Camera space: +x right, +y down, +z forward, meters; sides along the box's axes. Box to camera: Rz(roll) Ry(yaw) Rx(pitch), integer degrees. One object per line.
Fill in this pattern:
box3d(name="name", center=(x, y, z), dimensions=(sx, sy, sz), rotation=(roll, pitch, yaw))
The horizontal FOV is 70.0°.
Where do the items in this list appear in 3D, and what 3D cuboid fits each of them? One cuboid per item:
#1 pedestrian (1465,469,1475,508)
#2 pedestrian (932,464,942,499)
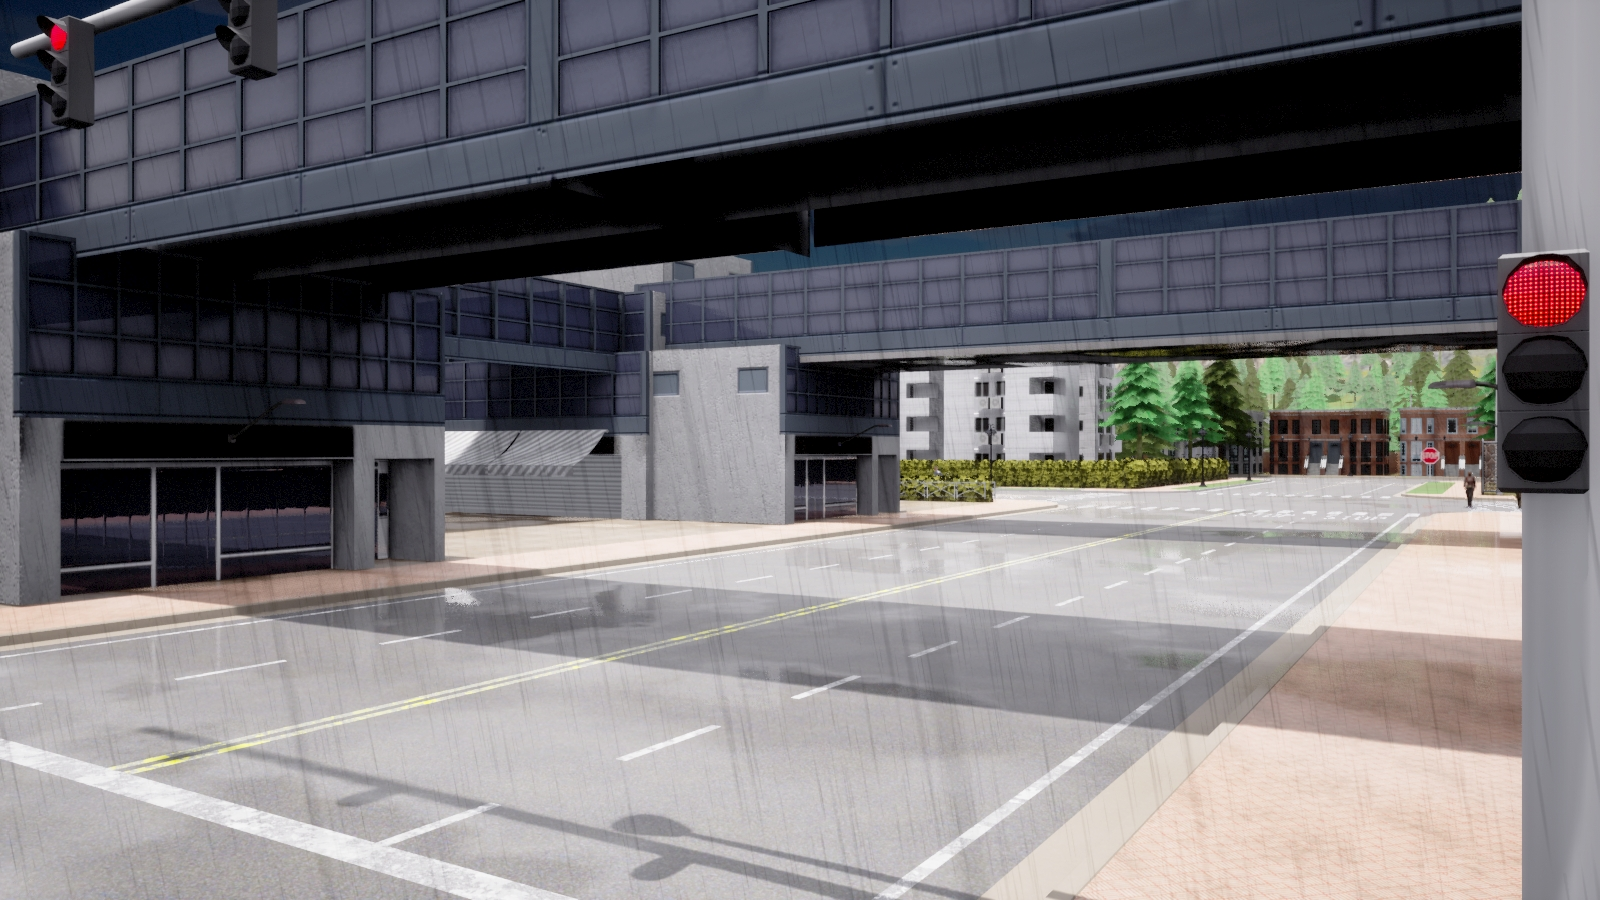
box3d(name="pedestrian", center=(32.011, 1.849, 54.587), dimensions=(0.375, 1.860, 0.375), rotation=(0, 0, 31))
box3d(name="pedestrian", center=(7.343, 1.696, 61.277), dimensions=(0.375, 1.860, 0.375), rotation=(0, 0, 31))
